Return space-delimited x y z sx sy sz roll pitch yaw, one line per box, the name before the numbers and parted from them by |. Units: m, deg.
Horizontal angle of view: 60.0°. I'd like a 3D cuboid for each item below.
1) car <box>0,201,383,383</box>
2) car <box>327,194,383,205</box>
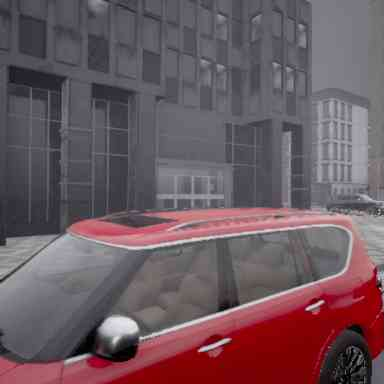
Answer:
car | -0.363 1.221 3.119 5.566 2.045 2.150 0 0 -36
car | 15.793 1.190 31.880 2.150 2.045 5.566 1 -1 -36
